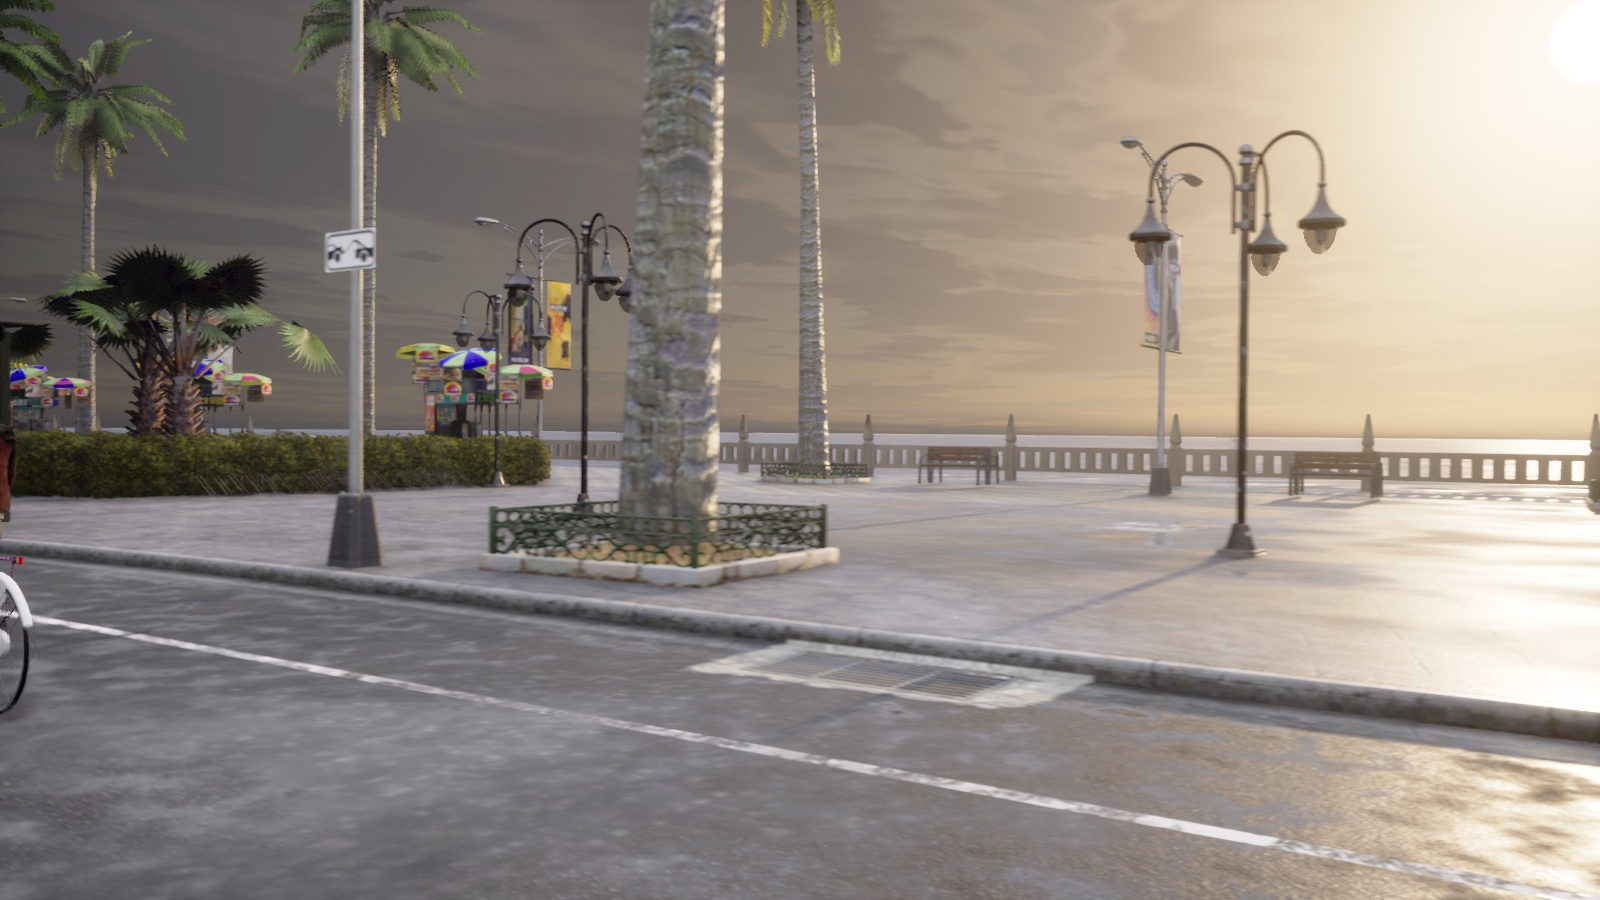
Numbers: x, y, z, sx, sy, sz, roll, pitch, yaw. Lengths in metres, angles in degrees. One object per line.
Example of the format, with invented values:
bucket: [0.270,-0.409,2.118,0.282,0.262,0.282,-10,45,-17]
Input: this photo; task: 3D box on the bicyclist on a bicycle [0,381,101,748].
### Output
bicyclist on a bicycle: [-4.570,0.554,6.691,1.843,1.776,0.659,0,1,33]
